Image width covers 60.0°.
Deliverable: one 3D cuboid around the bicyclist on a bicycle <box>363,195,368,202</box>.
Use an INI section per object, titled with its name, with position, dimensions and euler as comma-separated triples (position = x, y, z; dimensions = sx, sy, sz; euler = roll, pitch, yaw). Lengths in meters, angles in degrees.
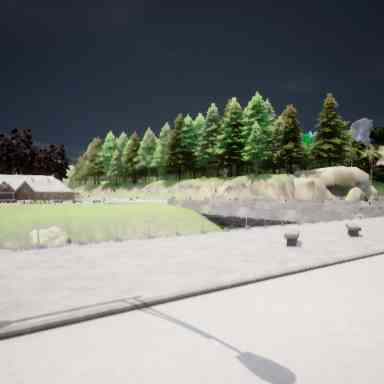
[bicyclist on a bicycle]
position = 24.700, 1.323, 47.290
dimensions = 1.656, 1.620, 0.582
euler = 0, 0, -35
